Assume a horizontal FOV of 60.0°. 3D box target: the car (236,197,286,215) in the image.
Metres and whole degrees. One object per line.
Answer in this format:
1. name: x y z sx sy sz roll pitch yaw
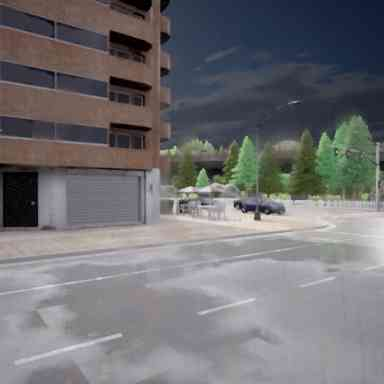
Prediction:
1. car: 6.999 1.284 32.860 2.097 1.767 4.553 0 0 -36

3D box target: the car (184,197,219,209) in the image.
1. car: 1.258 1.421 46.196 2.128 1.511 4.902 0 0 -41

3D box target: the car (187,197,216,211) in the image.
1. car: 1.601 1.436 40.232 1.837 1.490 4.892 0 0 -37

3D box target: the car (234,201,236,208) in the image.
1. car: 7.016 1.407 38.786 1.882 1.535 5.008 0 0 -37
